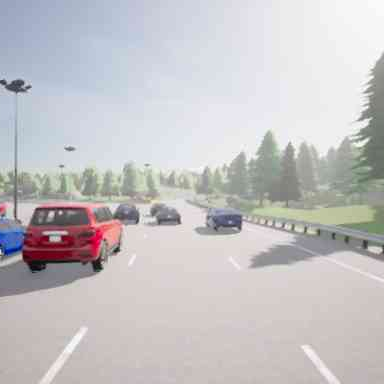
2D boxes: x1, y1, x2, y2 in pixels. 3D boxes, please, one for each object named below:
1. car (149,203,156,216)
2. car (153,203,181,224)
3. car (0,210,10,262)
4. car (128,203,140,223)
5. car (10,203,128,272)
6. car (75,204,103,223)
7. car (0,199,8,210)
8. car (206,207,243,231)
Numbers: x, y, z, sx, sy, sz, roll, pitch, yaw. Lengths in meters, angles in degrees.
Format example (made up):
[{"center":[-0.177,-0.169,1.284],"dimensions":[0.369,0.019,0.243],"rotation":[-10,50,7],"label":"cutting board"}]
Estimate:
[{"center":[-4.031,2.055,40.412],"dimensions":[1.837,1.490,4.892],"rotation":[0,0,-11],"label":"car"},{"center":[-2.059,1.952,28.757],"dimensions":[1.994,1.385,4.181],"rotation":[0,-1,-8],"label":"car"},{"center":[-7.383,1.661,12.261],"dimensions":[1.882,1.535,5.008],"rotation":[0,-1,-3],"label":"car"},{"center":[-5.732,1.763,29.714],"dimensions":[2.097,1.767,4.553],"rotation":[0,-1,-8],"label":"car"},{"center":[-3.824,1.387,11.613],"dimensions":[2.150,2.045,5.566],"rotation":[0,-1,-3],"label":"car"},{"center":[-9.424,1.939,30.767],"dimensions":[1.837,1.490,4.892],"rotation":[0,-1,-9],"label":"car"},{"center":[-20.570,1.717,33.641],"dimensions":[2.150,2.045,5.566],"rotation":[0,-1,-10],"label":"car"},{"center":[2.163,1.783,23.355],"dimensions":[1.882,1.535,5.008],"rotation":[0,-1,-6],"label":"car"}]
